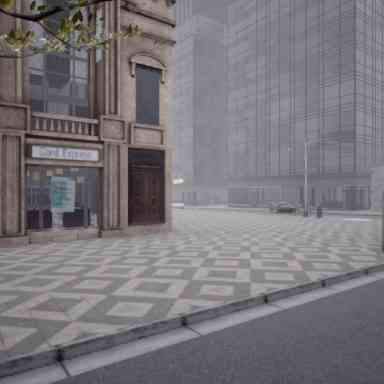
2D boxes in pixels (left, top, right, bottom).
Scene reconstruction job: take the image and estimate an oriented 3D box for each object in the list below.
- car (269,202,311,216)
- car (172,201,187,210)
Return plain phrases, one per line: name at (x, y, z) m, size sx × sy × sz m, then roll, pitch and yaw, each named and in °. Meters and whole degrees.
car at (10.801, 1.845, 36.793) m, size 2.128 × 1.511 × 4.902 m, roll 0°, pitch -1°, yaw -36°
car at (-2.742, 2.238, 55.577) m, size 1.812 × 1.442 × 4.674 m, roll 0°, pitch -1°, yaw -36°
